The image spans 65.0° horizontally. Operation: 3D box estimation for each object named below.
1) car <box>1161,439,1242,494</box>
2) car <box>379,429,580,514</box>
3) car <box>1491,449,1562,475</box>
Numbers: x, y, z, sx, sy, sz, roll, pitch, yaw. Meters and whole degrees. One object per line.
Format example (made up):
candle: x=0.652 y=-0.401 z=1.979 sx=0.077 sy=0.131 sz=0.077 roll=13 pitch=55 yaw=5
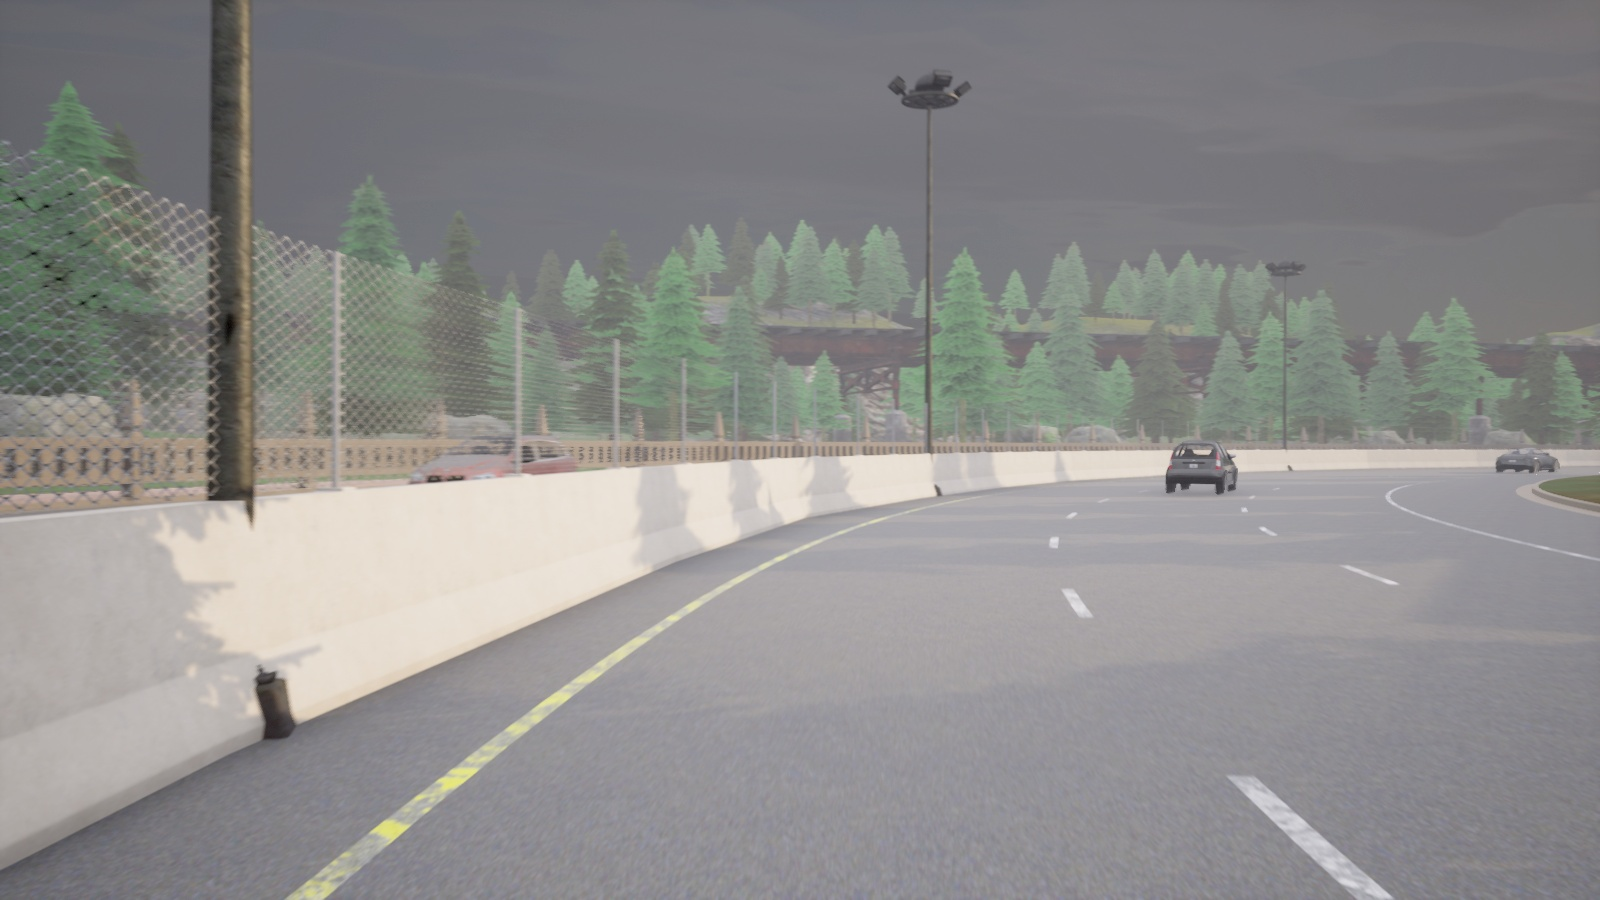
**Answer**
car: x=12.661 y=0.485 z=39.480 sx=1.851 sy=1.617 sz=3.988 roll=0 pitch=0 yaw=26
car: x=-6.796 y=0.405 z=27.194 sx=2.242 sy=1.667 sz=4.611 roll=0 pitch=0 yaw=15
car: x=39.331 y=0.622 z=67.938 sx=4.181 sy=1.385 sz=1.994 roll=0 pitch=0 yaw=-40
